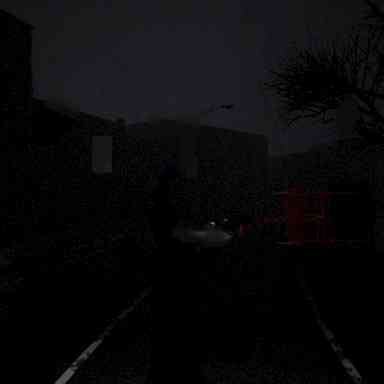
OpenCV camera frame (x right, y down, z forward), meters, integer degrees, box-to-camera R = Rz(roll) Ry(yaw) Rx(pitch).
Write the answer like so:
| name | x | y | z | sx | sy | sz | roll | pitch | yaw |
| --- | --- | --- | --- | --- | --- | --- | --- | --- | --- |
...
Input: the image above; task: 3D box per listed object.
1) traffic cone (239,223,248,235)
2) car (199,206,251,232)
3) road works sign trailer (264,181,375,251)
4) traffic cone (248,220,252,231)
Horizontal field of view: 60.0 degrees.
| name | x | y | z | sx | sy | sz | roll | pitch | yaw |
| --- | --- | --- | --- | --- | --- | --- | --- | --- | --- |
| traffic cone | 2.625 | 1.945 | 17.667 | 0.340 | 0.580 | 0.340 | 1 | 0 | 23 |
| car | 2.074 | 1.541 | 19.882 | 1.994 | 1.385 | 4.181 | 0 | 0 | 28 |
| road works sign trailer | 4.691 | 0.942 | 12.340 | 2.880 | 2.380 | 3.560 | -2 | -2 | -45 |
| traffic cone | 3.406 | 1.946 | 19.508 | 0.340 | 0.580 | 0.340 | 1 | 0 | 23 |
